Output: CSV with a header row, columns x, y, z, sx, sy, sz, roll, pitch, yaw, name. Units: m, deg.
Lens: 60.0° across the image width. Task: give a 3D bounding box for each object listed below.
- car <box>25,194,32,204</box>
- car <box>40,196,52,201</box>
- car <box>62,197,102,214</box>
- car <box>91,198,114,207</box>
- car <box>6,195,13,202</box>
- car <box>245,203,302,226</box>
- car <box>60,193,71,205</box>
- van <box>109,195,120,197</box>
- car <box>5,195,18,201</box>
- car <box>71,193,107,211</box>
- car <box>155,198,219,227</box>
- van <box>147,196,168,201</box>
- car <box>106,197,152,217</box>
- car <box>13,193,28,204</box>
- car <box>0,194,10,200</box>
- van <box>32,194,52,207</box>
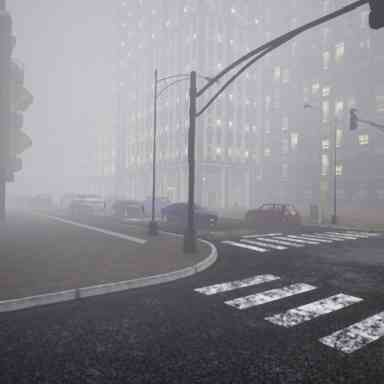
x,y,z,sx,sy,sz,roll,pitch,yaw,name
-24.038,1.432,51.278,1.802,1.307,4.206,1,-1,-35,car
-36.840,1.570,83.758,1.802,1.307,4.206,1,-1,-35,car
-10.950,1.427,32.861,2.008,1.369,4.403,1,-1,-35,car
-13.936,1.586,51.527,1.947,1.339,4.313,1,-1,-35,car
-37.125,1.396,69.697,1.947,1.339,4.313,1,-1,-35,car
5.699,1.505,23.902,1.967,1.590,4.097,1,-1,-35,car
-20.579,1.181,56.246,2.150,2.045,5.566,1,-1,-35,car
-10.659,1.368,46.926,1.690,1.788,3.998,1,-1,-35,van
-40.396,1.377,74.301,2.008,1.369,4.403,1,-1,-35,car
-11.996,1.143,38.840,2.150,2.045,5.566,1,-1,-35,car
-0.243,1.425,22.265,1.882,1.535,5.008,1,-1,-36,car
-4.116,1.382,37.716,1.690,1.788,3.998,1,-1,-35,van
-5.713,1.439,29.965,1.837,1.490,4.892,1,-1,-35,car
-30.577,1.155,60.490,2.192,1.841,5.009,1,-1,-35,car
-46.844,1.365,83.374,1.752,1.417,4.829,1,-1,-35,car
-20.762,1.197,46.676,1.690,1.788,3.998,1,-1,-35,van
